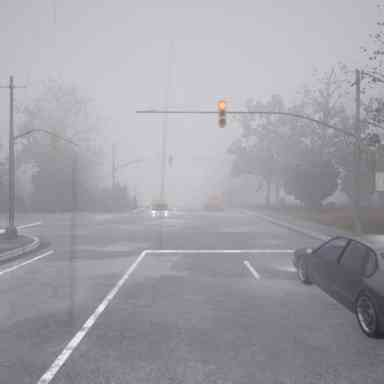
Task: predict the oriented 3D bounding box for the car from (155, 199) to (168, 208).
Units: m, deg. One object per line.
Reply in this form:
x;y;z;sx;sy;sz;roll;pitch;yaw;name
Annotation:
-5.009;1.785;54.398;2.033;1.411;5.357;0;-1;-7;car

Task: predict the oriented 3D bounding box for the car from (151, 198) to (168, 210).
-4.138;1.558;43.881;1.882;1.535;5.008;0;-1;-3;car

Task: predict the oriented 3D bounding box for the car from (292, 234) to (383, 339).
3.591;1.547;6.501;2.033;1.411;5.357;0;0;0;car

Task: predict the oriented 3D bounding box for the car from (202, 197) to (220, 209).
2.752;1.487;48.891;2.097;1.767;4.553;0;-1;-4;car

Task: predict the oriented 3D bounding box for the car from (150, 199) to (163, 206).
-7.270;2.093;68.339;2.033;1.411;5.357;0;-1;-12;car
